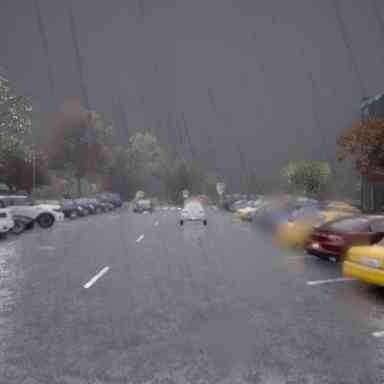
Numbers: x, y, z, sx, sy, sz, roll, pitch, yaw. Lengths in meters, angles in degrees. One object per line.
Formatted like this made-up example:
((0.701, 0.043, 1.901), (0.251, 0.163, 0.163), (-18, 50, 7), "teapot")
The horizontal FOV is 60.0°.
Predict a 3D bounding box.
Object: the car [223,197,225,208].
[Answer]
((5.996, 1.503, 34.429), (4.674, 1.452, 2.002), (1, 0, -20), "car")

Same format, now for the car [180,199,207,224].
((0.096, 1.509, 24.461), (1.812, 1.442, 4.674), (0, 0, 0), "car")

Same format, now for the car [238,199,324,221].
((5.999, 1.472, 22.600), (4.892, 1.521, 2.231), (1, 0, -20), "car")

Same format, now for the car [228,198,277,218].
((5.827, 1.464, 25.483), (5.366, 1.575, 1.946), (1, 0, -20), "car")

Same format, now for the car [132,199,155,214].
((-5.064, 1.500, 35.791), (1.812, 1.442, 4.674), (0, 0, 0), "car")

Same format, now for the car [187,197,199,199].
((0.092, 1.324, 39.949), (2.097, 1.767, 4.553), (0, 0, 0), "car")

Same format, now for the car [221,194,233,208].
((6.022, 1.210, 37.405), (5.566, 2.045, 2.435), (1, 0, -20), "car")

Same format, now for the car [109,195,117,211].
((-10.959, 1.463, 35.805), (4.892, 1.521, 2.231), (-1, 0, -20), "car")

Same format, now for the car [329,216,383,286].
((6.169, 1.481, 7.871), (5.366, 1.575, 1.946), (1, 0, -20), "car")

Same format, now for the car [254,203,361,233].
((5.995, 1.475, 16.684), (5.008, 1.535, 2.097), (1, 0, -20), "car")

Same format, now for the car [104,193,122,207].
((-10.977, 1.209, 38.809), (5.566, 2.045, 2.435), (-1, 0, -20), "car")

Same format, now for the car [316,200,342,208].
((28.081, 2.467, 68.523), (2.231, 1.521, 4.892), (2, -1, -21), "car")

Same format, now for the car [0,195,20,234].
((-10.981, 1.226, 14.639), (5.566, 2.045, 2.435), (-1, 0, -20), "car")

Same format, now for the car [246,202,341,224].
((6.022, 1.503, 19.651), (4.792, 1.488, 2.163), (1, 0, -20), "car")

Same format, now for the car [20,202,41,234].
((-10.919, 1.504, 17.683), (4.792, 1.488, 2.163), (-1, 0, -20), "car")

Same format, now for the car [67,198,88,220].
((-10.977, 1.343, 26.725), (4.553, 1.767, 2.185), (-1, 0, -20), "car")

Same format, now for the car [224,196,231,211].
((6.002, 1.466, 31.471), (4.892, 1.521, 2.231), (1, 0, -20), "car")

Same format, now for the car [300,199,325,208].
((24.689, 2.363, 68.491), (2.231, 1.521, 4.892), (2, -1, -21), "car")

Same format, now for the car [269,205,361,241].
((6.169, 1.477, 13.788), (5.366, 1.575, 1.946), (1, 0, -20), "car")

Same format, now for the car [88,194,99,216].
((-10.984, 1.341, 29.753), (4.553, 1.767, 2.185), (-1, 0, -20), "car")

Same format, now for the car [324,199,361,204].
((22.457, 2.260, 50.152), (1.946, 1.575, 5.366), (2, 1, -21), "car")

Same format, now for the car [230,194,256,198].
((6.029, 1.342, 28.520), (4.553, 1.767, 2.185), (1, 0, -20), "car")

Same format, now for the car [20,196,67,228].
((-10.927, 1.221, 20.706), (5.566, 2.045, 2.435), (-1, 0, -20), "car")

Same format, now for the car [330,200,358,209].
((31.402, 2.566, 68.745), (1.946, 1.575, 5.366), (2, -1, -21), "car")

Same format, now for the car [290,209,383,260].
((5.998, 1.479, 10.755), (5.008, 1.535, 2.097), (1, 0, -20), "car")

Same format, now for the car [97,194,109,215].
((-10.923, 1.338, 32.791), (4.553, 1.767, 2.185), (-1, 0, -20), "car")
